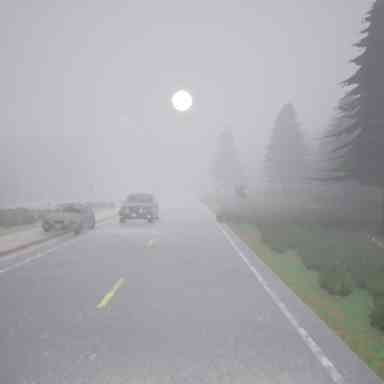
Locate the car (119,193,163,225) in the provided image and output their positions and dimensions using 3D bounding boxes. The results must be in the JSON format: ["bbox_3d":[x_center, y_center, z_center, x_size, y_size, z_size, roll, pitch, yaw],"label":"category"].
[{"bbox_3d":[-3.602,1.099,23.527,2.150,2.045,5.566,0,0,0],"label":"car"}]

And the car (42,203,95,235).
[{"bbox_3d":[-6.504,1.362,18.087,1.816,1.474,4.193,6,0,-2],"label":"car"}]

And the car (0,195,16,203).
[{"bbox_3d":[-34.613,1.217,61.260,4.674,1.442,1.812,0,0,21],"label":"car"}]
